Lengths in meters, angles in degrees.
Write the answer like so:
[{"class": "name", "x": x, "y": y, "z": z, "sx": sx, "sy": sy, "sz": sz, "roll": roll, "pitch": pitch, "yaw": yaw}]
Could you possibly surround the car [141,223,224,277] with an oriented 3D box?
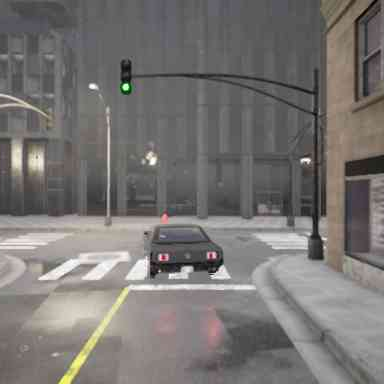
[{"class": "car", "x": -0.547, "y": 1.614, "z": 10.351, "sx": 1.895, "sy": 1.301, "sz": 4.718, "roll": 0, "pitch": 0, "yaw": -11}]
